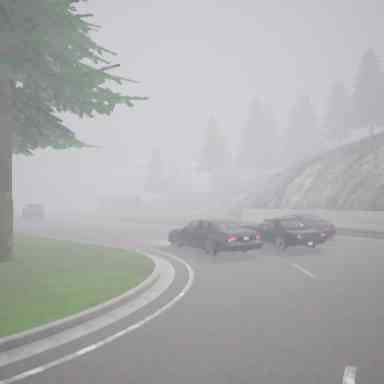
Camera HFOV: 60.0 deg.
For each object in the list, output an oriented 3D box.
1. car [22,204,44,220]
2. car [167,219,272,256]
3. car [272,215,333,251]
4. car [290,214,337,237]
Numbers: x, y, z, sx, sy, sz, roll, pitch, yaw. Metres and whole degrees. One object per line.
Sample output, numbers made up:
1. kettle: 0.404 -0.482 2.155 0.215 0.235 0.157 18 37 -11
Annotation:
1. car: -22.031 2.725 46.060 2.150 2.045 5.566 0 -2 -33
2. car: 0.796 1.900 14.896 2.033 1.411 5.357 0 -2 -30
3. car: 4.019 1.919 15.868 1.895 1.301 4.718 0 -2 -24
4. car: 5.947 1.919 18.843 1.994 1.385 4.181 0 -2 -31
